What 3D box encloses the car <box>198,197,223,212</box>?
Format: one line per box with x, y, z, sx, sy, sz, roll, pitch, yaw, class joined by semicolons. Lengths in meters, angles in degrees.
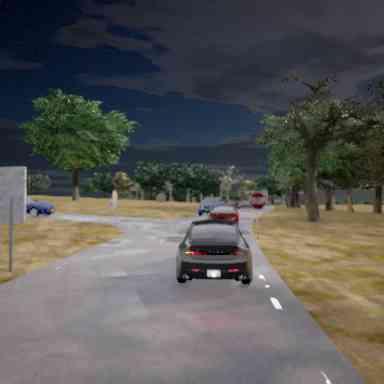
2.300;1.623;37.656;2.150;2.045;5.566;0;-1;16;car

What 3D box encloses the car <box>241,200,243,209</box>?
5.666;2.179;48.700;2.033;1.411;5.357;0;-1;18;car

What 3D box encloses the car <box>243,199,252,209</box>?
10.095;2.284;62.702;2.097;1.767;4.553;0;-1;17;car

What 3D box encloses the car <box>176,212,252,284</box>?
0.642;1.553;9.710;1.837;1.490;4.892;0;0;4;car

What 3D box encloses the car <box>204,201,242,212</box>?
2.226;1.635;22.400;1.882;1.535;5.008;0;0;9;car

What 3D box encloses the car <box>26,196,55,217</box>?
-13.081;1.041;25.632;5.008;1.535;1.882;2;-1;8;car

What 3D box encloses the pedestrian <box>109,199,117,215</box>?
-7.447;1.236;31.243;0.375;1.860;0.375;0;-4;8;pedestrian
